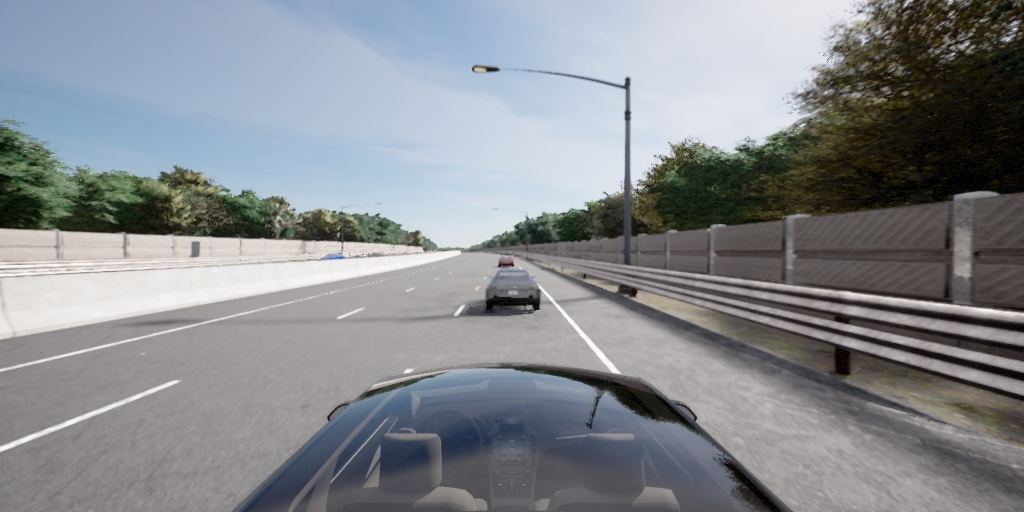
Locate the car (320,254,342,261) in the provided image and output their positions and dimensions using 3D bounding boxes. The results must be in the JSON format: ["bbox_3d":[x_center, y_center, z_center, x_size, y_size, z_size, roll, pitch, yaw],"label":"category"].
[{"bbox_3d":[-25.621,0.418,51.465,1.882,1.535,5.008,0,2,-2],"label":"car"}]

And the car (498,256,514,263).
[{"bbox_3d":[-0.766,0.640,46.066,1.994,1.385,4.181,0,1,-2],"label":"car"}]

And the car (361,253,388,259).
[{"bbox_3d":[-18.553,0.346,49.355,2.097,1.767,4.553,0,1,-2],"label":"car"}]

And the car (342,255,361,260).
[{"bbox_3d":[-22.122,0.542,51.566,1.895,1.301,4.718,0,1,-2],"label":"car"}]

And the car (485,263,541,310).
[{"bbox_3d":[0.020,1.169,13.943,1.994,1.385,4.181,0,1,-1],"label":"car"}]
